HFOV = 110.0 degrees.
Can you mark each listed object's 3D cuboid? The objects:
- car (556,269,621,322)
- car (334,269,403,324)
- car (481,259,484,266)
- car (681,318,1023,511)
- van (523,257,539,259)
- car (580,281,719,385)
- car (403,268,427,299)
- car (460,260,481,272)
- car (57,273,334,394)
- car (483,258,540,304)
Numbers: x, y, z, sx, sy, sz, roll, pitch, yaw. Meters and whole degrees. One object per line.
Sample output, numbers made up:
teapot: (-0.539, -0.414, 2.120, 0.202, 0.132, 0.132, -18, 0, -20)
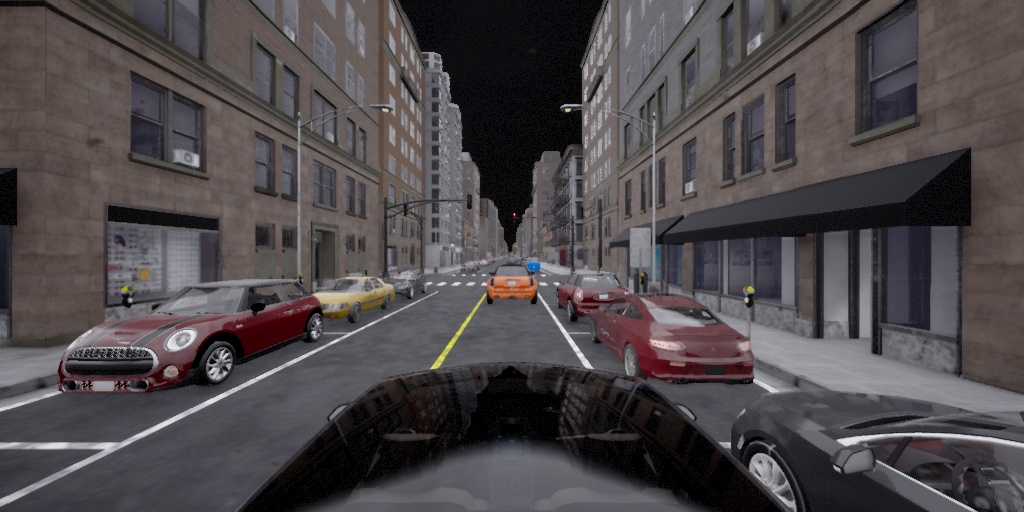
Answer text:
car: (2.638, 1.188, 12.246, 1.967, 1.591, 4.097, 0, 0, 0)
car: (-5.388, 1.274, 12.067, 1.751, 1.417, 4.829, 0, 0, 0)
car: (-5.387, 1.292, 50.519, 1.888, 1.381, 4.507, 0, 0, 0)
car: (2.637, 1.299, 1.208, 2.007, 1.370, 4.403, 0, 0, 0)
van: (2.638, 1.088, 44.846, 1.690, 1.789, 3.998, 0, 0, 0)
car: (2.638, 1.331, 6.727, 1.802, 1.307, 4.207, 0, 0, 0)
car: (-5.387, 1.299, 17.756, 2.007, 1.370, 4.403, 0, 0, 0)
car: (-5.387, 1.297, 44.837, 2.007, 1.370, 4.403, 0, 0, 0)
car: (-5.388, 1.188, 6.720, 1.967, 1.591, 4.097, 0, 0, 0)
car: (0.000, 1.116, 16.470, 2.097, 1.767, 4.553, 0, 0, 0)
